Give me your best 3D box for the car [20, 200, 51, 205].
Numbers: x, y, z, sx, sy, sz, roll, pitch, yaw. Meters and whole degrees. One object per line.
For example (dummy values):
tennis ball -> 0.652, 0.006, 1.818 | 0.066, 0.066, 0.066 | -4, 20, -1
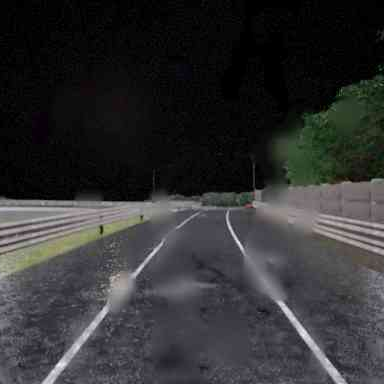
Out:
car -> -28.416, 2.222, 60.416 | 5.357, 1.411, 2.033 | 2, -4, -25

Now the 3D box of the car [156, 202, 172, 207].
car -> -6.389, 2.939, 73.996 | 4.553, 1.767, 2.097 | 3, -5, -38
